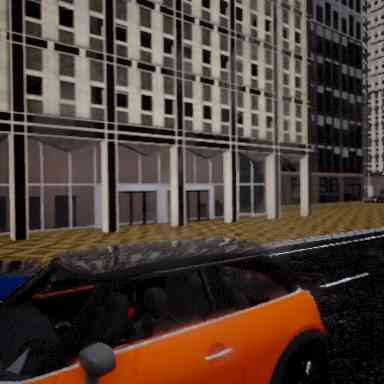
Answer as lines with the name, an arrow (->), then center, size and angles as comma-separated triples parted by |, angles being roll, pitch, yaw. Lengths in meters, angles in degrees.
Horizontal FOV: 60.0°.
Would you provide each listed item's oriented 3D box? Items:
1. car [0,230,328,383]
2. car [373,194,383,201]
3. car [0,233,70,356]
car -> -0.797, 1.345, 3.118 | 4.553, 1.767, 2.097 | 0, 0, -35
car -> 34.304, 0.930, 58.670 | 1.887, 1.381, 4.507 | -1, 1, -34
car -> -4.638, 1.556, 4.369 | 5.357, 1.411, 2.033 | 0, 0, -36
